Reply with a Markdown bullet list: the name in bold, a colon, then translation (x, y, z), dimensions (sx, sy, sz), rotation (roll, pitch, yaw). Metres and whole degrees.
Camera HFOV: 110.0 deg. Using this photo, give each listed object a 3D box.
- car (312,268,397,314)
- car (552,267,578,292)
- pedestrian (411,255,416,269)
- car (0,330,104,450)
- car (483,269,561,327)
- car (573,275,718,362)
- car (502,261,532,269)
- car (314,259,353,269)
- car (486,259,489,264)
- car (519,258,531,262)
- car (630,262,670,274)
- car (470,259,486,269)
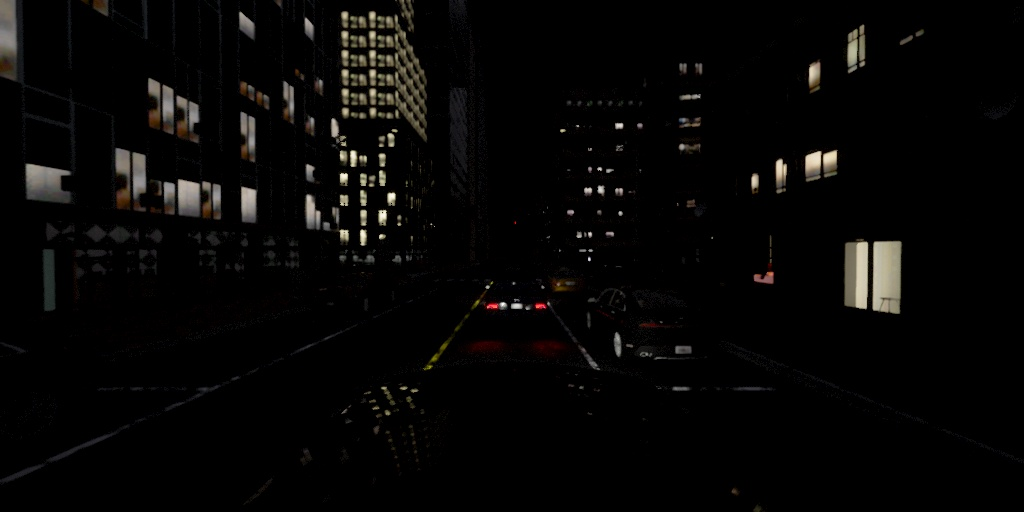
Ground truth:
- **car**: translation (-5.820, 1.300, 13.759), dimensions (1.888, 1.381, 4.507), rotation (0, 0, 0)
- **car**: translation (2.820, 1.283, 19.515), dimensions (1.751, 1.417, 4.829), rotation (0, 0, 0)
- **pedestrian**: translation (-12.544, 0.702, 45.820), dimensions (0.375, 1.860, 0.375), rotation (0, 0, 1)
- **car**: translation (-5.795, 1.301, 2.470), dimensions (2.007, 1.370, 4.403), rotation (0, 0, 0)
- **car**: translation (0.103, 1.302, 11.434), dimensions (2.033, 1.411, 5.357), rotation (0, 0, 0)
- **car**: translation (2.819, 1.303, 8.056), dimensions (2.007, 1.370, 4.403), rotation (0, 0, 0)
- **car**: translation (0.095, 1.264, 21.922), dimensions (1.837, 1.490, 4.892), rotation (0, 0, 0)
- **car**: translation (-21.663, 1.056, 42.985), dimensions (4.829, 1.417, 1.751), rotation (0, 0, 1)
- **car**: translation (-5.686, 1.348, 62.955), dimensions (1.948, 1.339, 4.313), rotation (0, 0, 0)
- **car**: translation (2.695, 1.333, 62.955), dimensions (2.007, 1.370, 4.403), rotation (0, 0, 0)
- **car**: translation (16.312, 1.402, 42.483), dimensions (4.403, 1.370, 2.007), rotation (0, 0, 1)
- **car**: translation (-5.686, 1.304, 57.131), dimensions (1.751, 1.417, 4.829), rotation (0, 0, 0)
